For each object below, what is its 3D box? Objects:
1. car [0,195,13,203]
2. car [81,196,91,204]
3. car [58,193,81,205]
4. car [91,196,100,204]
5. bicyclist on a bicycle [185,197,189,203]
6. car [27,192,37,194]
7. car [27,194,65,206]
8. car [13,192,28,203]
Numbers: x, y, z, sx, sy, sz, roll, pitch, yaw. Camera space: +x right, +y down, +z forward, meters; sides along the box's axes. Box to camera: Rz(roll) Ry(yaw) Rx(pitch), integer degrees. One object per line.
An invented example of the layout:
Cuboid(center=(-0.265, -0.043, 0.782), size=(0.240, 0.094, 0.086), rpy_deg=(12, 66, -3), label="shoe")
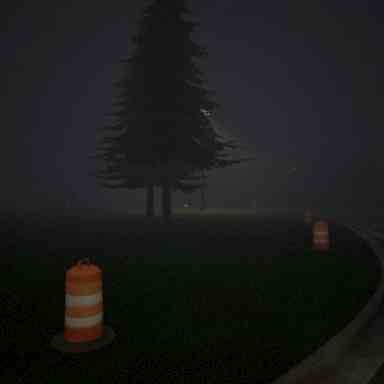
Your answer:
Cuboid(center=(-37.604, 1.309, 63.919), size=(5.008, 1.535, 1.882), rpy_deg=(0, 0, 21), label="car")
Cuboid(center=(-21.579, 1.532, 61.440), size=(4.674, 1.442, 1.812), rpy_deg=(0, 0, 21), label="car")
Cuboid(center=(-22.876, 1.257, 58.189), size=(5.566, 2.045, 2.150), rpy_deg=(0, 0, 21), label="car")
Cuboid(center=(-20.310, 1.484, 64.702), size=(5.008, 1.535, 1.882), rpy_deg=(0, 0, 21), label="car")
Cuboid(center=(-0.943, 1.300, 61.529), size=(0.582, 1.620, 1.656), rpy_deg=(0, 0, 21), label="bicyclist on a bicycle")
Cuboid(center=(-35.093, 1.056, 70.454), size=(5.566, 2.045, 2.150), rpy_deg=(0, 0, 21), label="car")
Cuboid(center=(-24.117, 1.484, 54.917), size=(5.008, 1.535, 1.882), rpy_deg=(0, 0, 21), label="car")
Cuboid(center=(-36.335, 1.356, 67.181), size=(4.902, 1.511, 2.128), rpy_deg=(0, 0, 21), label="car")
